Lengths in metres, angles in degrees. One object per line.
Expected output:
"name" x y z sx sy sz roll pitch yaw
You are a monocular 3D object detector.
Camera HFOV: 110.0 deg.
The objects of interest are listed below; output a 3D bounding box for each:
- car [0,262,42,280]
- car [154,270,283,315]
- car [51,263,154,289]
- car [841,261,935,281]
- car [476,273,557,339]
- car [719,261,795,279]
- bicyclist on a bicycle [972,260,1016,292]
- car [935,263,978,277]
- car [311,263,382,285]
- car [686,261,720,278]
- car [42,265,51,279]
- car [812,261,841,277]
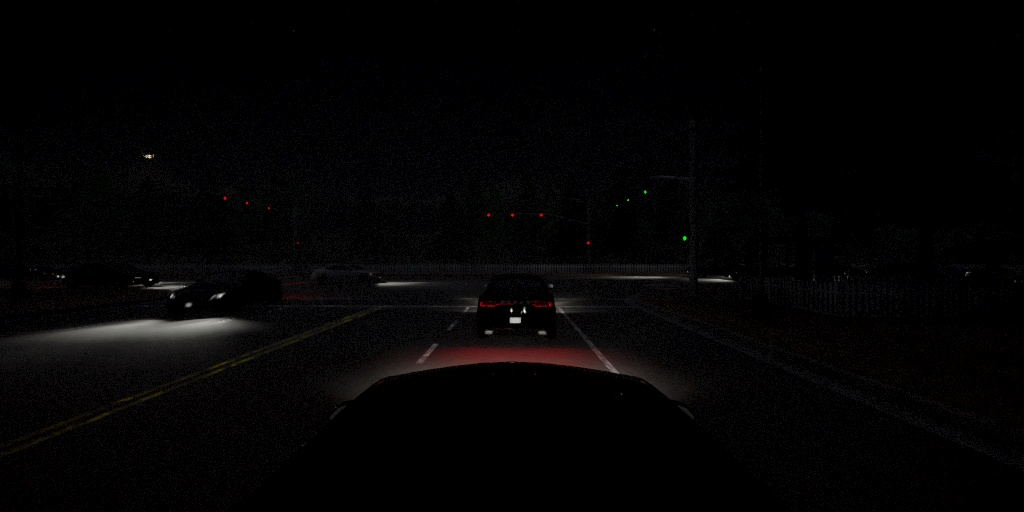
"car" -40.397 1.220 29.087 4.674 1.442 1.812 0 0 -5
"car" -10.598 1.276 13.735 1.812 1.442 4.674 1 0 -7
"car" -24.557 1.198 22.011 4.892 1.490 1.837 0 0 1
"car" 29.989 1.172 28.747 5.008 1.535 1.882 0 0 3
"car" 0.174 1.228 10.159 1.882 1.535 5.008 0 0 2
"car" 20.236 1.242 29.018 5.357 1.411 2.033 0 0 -1
"bicyclist on a bicycle" 22.822 0.995 17.020 0.582 1.620 1.656 0 0 0
"car" 37.673 1.295 31.599 4.718 1.301 1.895 0 0 9
"car" -11.724 1.243 25.498 4.674 1.442 1.812 0 0 0
"car" 18.418 1.186 32.496 4.902 1.511 2.128 0 0 1
"car" -29.371 1.242 25.578 5.357 1.411 2.033 0 0 0
"car" 27.749 1.186 32.317 4.902 1.511 2.128 0 0 2
